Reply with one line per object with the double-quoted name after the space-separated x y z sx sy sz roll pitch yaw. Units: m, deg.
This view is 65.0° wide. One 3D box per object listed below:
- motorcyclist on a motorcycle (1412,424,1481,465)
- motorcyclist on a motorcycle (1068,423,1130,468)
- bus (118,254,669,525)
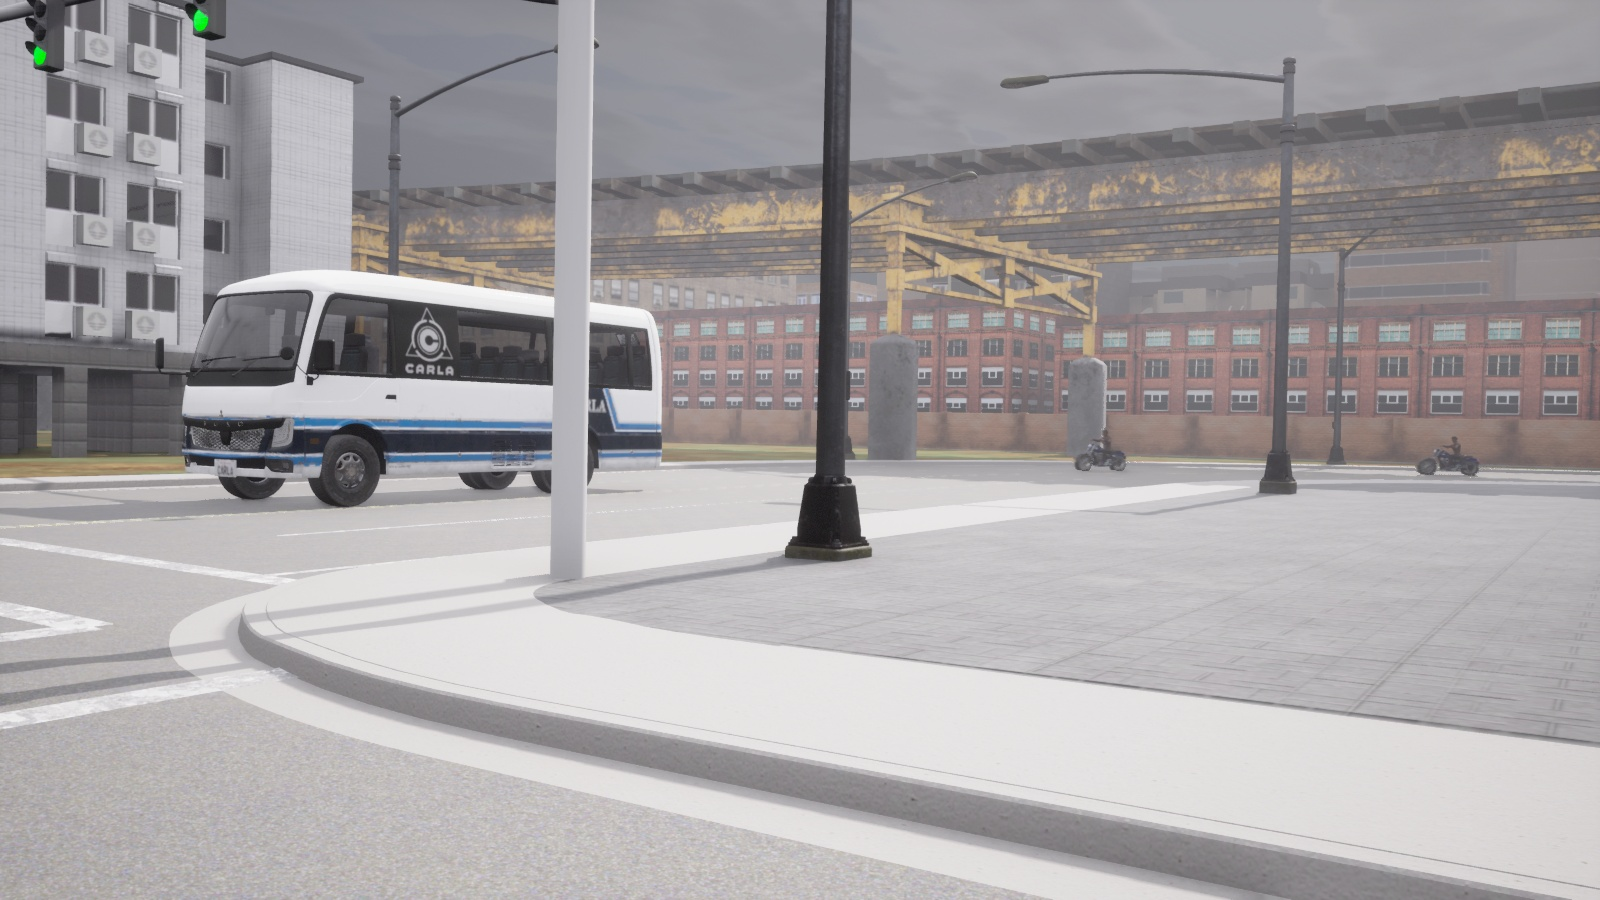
26.003 -0.225 50.520 2.350 1.649 0.766 0 2 6 "motorcyclist on a motorcycle"
11.404 -0.183 47.882 2.350 1.649 0.766 -1 2 -25 "motorcyclist on a motorcycle"
-7.391 -1.054 25.062 3.944 4.253 10.273 1 1 33 "bus"
